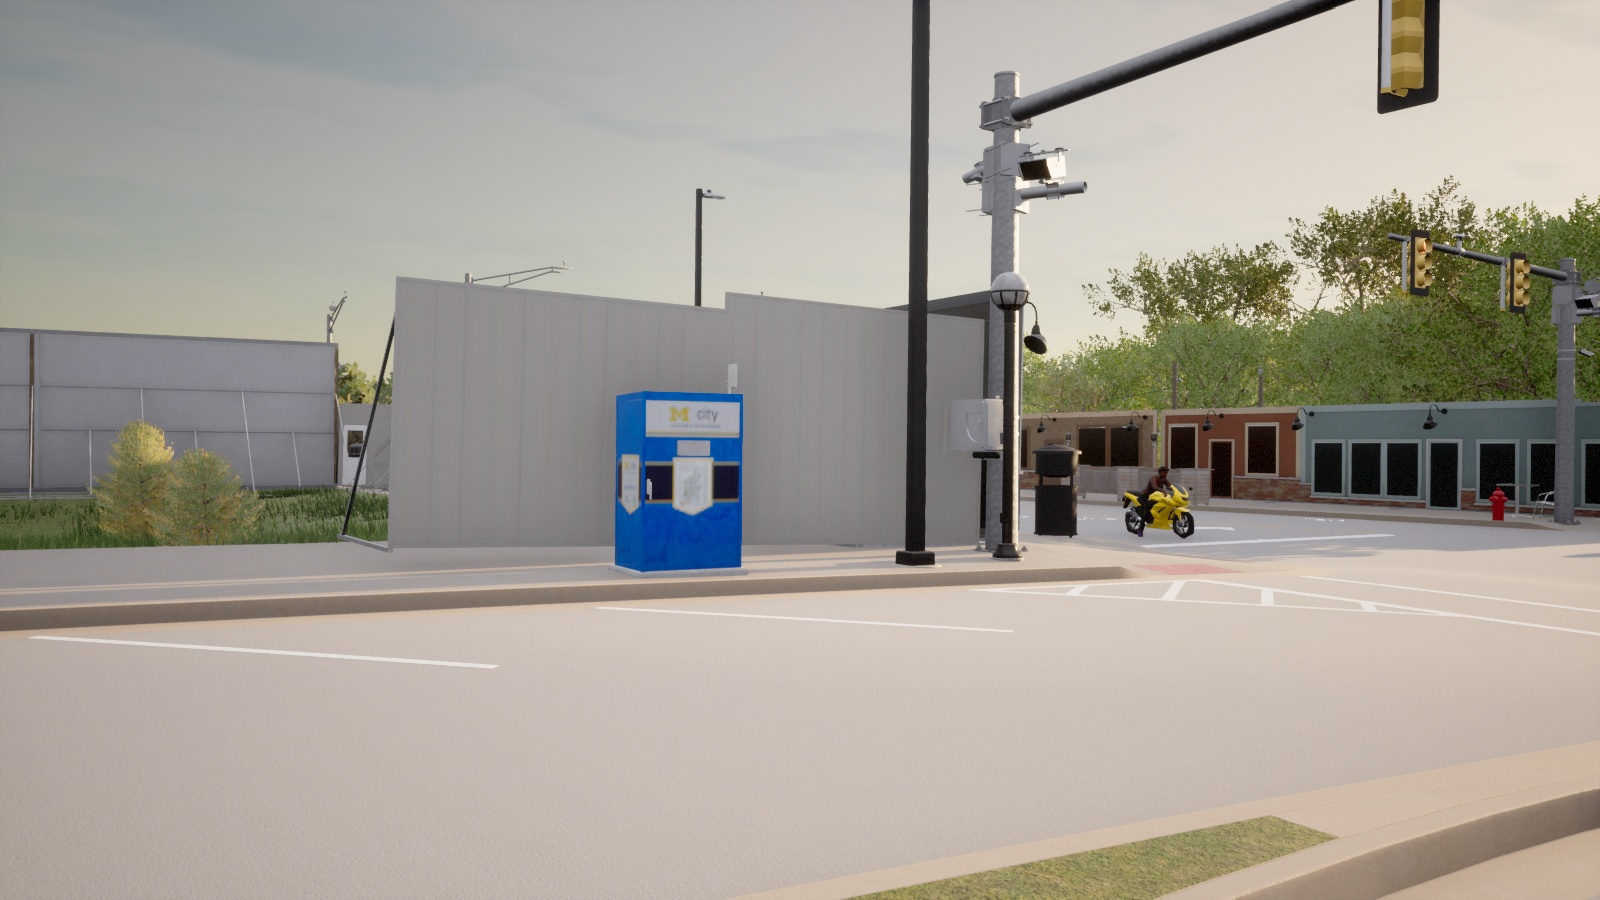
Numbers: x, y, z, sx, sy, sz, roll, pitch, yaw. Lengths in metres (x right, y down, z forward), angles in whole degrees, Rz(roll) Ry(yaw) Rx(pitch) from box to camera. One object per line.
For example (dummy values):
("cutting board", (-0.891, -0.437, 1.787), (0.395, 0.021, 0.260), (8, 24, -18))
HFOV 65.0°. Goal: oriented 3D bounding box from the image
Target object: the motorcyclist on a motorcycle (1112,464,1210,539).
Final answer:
("motorcyclist on a motorcycle", (7.667, 1.064, 26.779), (0.797, 1.523, 2.044), (0, 0, -29))
